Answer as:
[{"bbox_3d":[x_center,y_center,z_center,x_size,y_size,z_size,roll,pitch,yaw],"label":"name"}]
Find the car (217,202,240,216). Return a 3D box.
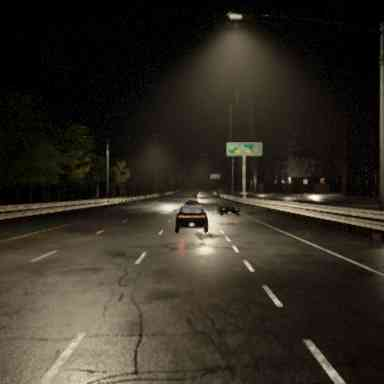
[{"bbox_3d":[3.595,1.677,33.725,1.895,1.301,4.718,0,0,0],"label":"car"}]

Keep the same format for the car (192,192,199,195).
[{"bbox_3d":[0.478,1.467,93.730,1.812,1.442,4.674,0,0,1],"label":"car"}]

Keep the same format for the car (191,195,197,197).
[{"bbox_3d":[0.093,1.680,57.740,1.895,1.301,4.718,0,0,0],"label":"car"}]

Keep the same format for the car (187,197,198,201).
[{"bbox_3d":[0.006,1.645,40.043,1.994,1.385,4.181,0,0,0],"label":"car"}]

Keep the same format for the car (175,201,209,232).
[{"bbox_3d":[-0.014,1.544,20.383,2.128,1.511,4.902,0,0,0],"label":"car"}]
